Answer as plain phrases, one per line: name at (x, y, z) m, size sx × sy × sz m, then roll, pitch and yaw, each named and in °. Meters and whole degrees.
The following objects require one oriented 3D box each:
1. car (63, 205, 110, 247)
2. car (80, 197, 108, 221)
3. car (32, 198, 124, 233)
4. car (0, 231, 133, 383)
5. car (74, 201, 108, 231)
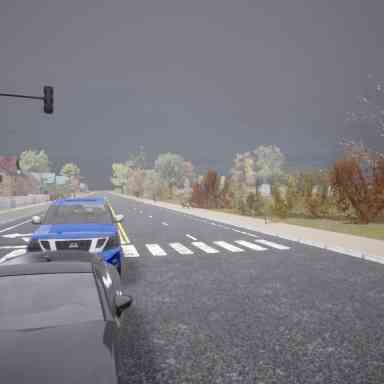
car at (-4.986, 1.498, 16.106) m, size 1.837 × 1.490 × 4.892 m, roll 0°, pitch 0°, yaw -15°
car at (-8.077, 1.338, 27.595) m, size 2.097 × 1.767 × 4.553 m, roll 0°, pitch 0°, yaw -15°
car at (-3.348, 1.218, 10.028) m, size 2.150 × 2.045 × 5.566 m, roll 0°, pitch 0°, yaw -15°
car at (-1.729, 1.524, 3.934) m, size 1.812 × 1.442 × 4.674 m, roll 0°, pitch 0°, yaw -13°
car at (-6.535, 1.468, 21.856) m, size 1.882 × 1.535 × 5.008 m, roll 0°, pitch 0°, yaw -15°
